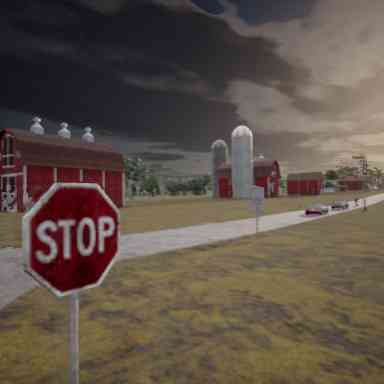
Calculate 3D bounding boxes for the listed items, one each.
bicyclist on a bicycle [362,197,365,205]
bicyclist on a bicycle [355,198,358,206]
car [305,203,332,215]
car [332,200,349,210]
[{"bbox_3d":[35.088,1.755,67.854,0.866,1.612,1.509,-1,0,35],"label":"bicyclist on a bicycle"},{"bbox_3d":[29.899,1.866,60.508,0.582,1.620,1.656,-1,-1,35],"label":"bicyclist on a bicycle"},{"bbox_3d":[15.595,2.095,41.409,1.994,1.385,4.181,-1,-1,35],"label":"car"},{"bbox_3d":[23.298,2.029,52.313,2.033,1.411,5.357,-1,0,35],"label":"car"}]
